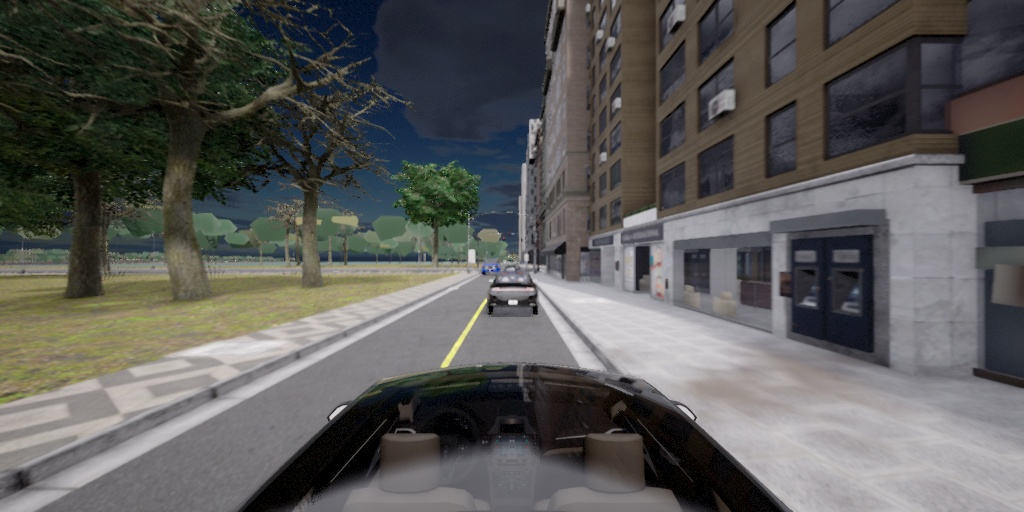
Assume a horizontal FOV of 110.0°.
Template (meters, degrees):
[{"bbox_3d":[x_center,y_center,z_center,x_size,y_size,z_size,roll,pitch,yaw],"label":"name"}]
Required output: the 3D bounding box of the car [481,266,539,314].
[{"bbox_3d":[0.050,1.336,14.238,2.128,1.511,4.902,0,0,0],"label":"car"}]

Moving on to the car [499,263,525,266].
[{"bbox_3d":[0.058,1.499,29.905,1.812,1.442,4.674,0,0,0],"label":"car"}]

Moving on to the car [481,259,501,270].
[{"bbox_3d":[-2.520,1.327,44.256,2.150,2.045,5.566,0,-1,0],"label":"car"}]
